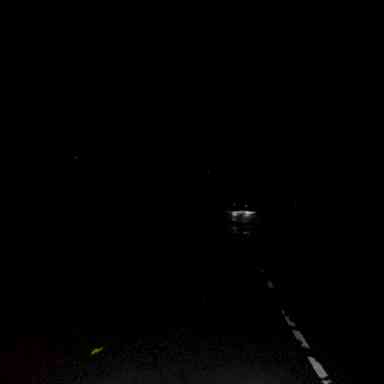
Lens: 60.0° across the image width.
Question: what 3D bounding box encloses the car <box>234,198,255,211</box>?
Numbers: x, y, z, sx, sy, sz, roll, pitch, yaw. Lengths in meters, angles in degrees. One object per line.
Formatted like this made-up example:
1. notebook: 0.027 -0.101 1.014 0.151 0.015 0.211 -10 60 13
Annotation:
1. car: 6.879 1.621 43.118 1.837 1.490 4.892 2 0 25

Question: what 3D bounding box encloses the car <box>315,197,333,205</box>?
1. car: 27.094 1.768 68.185 5.008 1.535 1.882 0 3 -45

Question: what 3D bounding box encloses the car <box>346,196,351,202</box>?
1. car: 34.874 1.671 76.174 4.892 1.490 1.837 0 3 -41

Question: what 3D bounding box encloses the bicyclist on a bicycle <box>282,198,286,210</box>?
1. bicyclist on a bicycle: 12.921 1.710 46.619 0.582 1.620 1.656 2 1 28

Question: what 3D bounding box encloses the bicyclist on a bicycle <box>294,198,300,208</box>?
1. bicyclist on a bicycle: 16.714 1.723 53.163 0.866 1.612 1.509 2 1 33
